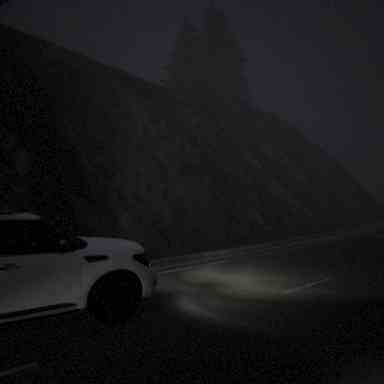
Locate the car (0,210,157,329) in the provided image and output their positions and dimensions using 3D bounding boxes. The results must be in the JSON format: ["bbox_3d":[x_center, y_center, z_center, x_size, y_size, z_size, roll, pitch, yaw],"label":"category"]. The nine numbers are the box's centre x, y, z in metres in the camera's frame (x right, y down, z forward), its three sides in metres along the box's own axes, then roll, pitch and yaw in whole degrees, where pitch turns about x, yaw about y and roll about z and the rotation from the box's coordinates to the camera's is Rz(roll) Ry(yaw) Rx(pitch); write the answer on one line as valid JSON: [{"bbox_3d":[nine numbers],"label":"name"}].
[{"bbox_3d":[-3.326,1.306,5.597,5.566,2.045,2.150,0,0,-36],"label":"car"}]
